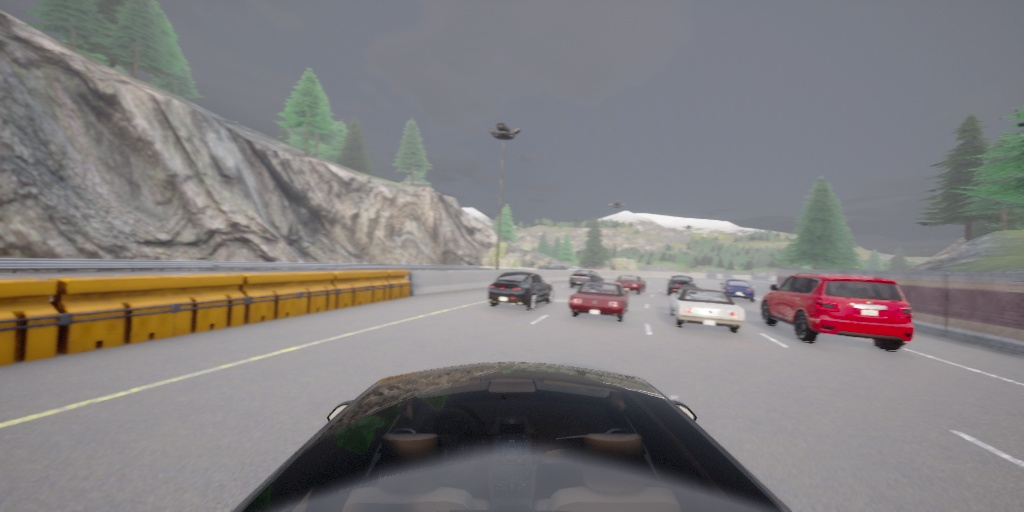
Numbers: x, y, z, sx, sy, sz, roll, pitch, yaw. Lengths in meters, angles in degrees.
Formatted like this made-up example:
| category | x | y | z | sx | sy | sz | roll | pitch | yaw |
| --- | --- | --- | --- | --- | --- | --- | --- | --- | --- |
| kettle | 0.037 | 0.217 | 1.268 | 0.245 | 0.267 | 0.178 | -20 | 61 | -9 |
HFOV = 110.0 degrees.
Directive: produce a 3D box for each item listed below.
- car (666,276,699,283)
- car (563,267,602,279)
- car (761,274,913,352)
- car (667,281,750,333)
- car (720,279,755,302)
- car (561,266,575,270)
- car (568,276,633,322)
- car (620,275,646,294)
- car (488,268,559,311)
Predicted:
| category | x | y | z | sx | sy | sz | roll | pitch | yaw |
| --- | --- | --- | --- | --- | --- | --- | --- | --- | --- |
| car | 12.527 | 2.200 | 26.462 | 1.837 | 1.490 | 4.892 | 3 | 0 | 26 |
| car | 6.123 | 1.886 | 29.282 | 2.128 | 1.511 | 4.902 | 3 | -1 | 26 |
| car | 10.125 | 1.616 | 11.722 | 2.150 | 2.045 | 5.566 | 3 | 0 | 20 |
| car | 6.946 | 1.847 | 13.231 | 1.895 | 1.301 | 4.718 | 3 | -1 | 21 |
| car | 16.034 | 2.391 | 25.653 | 1.812 | 1.442 | 4.674 | 3 | -1 | 27 |
| car | 11.145 | 2.591 | 63.840 | 1.812 | 1.442 | 4.674 | 2 | -1 | 38 |
| car | 3.622 | 1.688 | 14.318 | 1.895 | 1.301 | 4.718 | 3 | -1 | 20 |
| car | 9.042 | 2.124 | 27.320 | 1.895 | 1.301 | 4.718 | 3 | -1 | 26 |
| car | 0.529 | 1.452 | 16.000 | 1.837 | 1.490 | 4.892 | 3 | 0 | 21 |
